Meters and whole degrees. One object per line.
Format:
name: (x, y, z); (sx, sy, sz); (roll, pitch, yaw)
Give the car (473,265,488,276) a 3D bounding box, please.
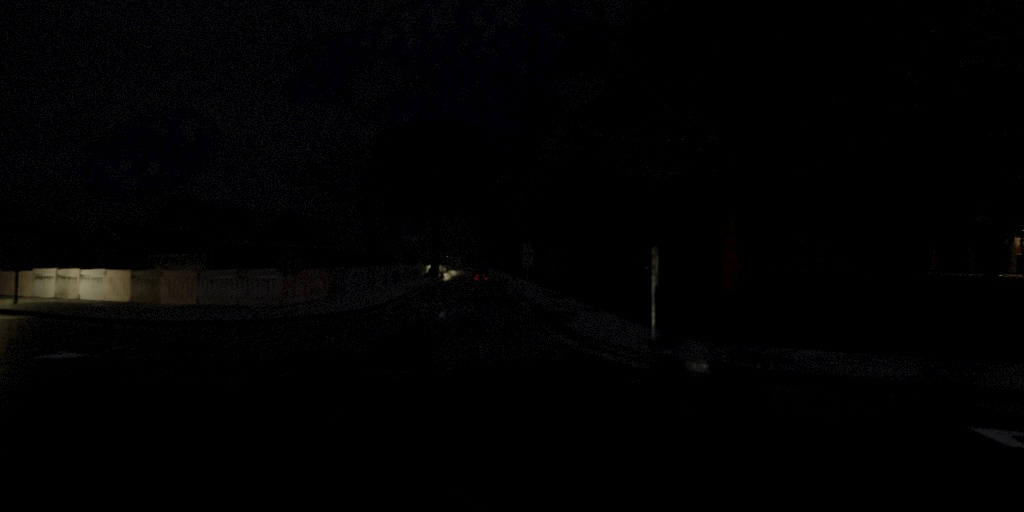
car: (-4.439, 2.122, 51.605); (1.812, 1.442, 4.674); (0, -1, -6)
